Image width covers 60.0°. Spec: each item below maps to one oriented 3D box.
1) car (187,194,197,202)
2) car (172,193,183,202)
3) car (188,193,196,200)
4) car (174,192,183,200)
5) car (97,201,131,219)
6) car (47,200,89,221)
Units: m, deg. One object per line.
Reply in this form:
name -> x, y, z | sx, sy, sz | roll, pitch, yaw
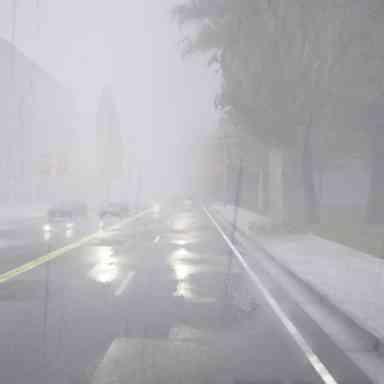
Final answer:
car -> -0.026, 1.142, 71.380 | 2.097, 1.767, 4.553 | 0, 0, 0
car -> -3.276, 1.288, 70.993 | 1.837, 1.490, 4.892 | 0, 0, 0
car -> -0.029, 1.109, 80.166 | 1.812, 1.442, 4.674 | 0, 1, 0
car -> -3.279, 0.941, 80.133 | 2.097, 1.767, 4.553 | 0, 1, 0
car -> -6.520, 1.458, 28.553 | 2.033, 1.411, 5.357 | 0, 0, 0
car -> -9.791, 1.393, 26.660 | 1.882, 1.535, 5.008 | 0, 0, 0
